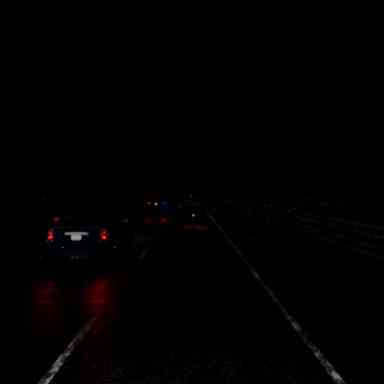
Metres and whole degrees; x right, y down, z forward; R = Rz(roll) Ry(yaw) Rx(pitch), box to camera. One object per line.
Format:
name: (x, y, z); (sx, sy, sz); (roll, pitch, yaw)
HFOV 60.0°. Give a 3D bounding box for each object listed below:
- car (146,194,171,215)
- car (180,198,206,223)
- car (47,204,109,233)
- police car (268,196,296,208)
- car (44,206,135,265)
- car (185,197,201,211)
car: (-3.413, 1.238, 34.137); (2.150, 2.045, 5.566); (0, 0, 0)
car: (0.098, 1.492, 25.891); (1.882, 1.535, 5.008); (0, 0, 0)
car: (-6.901, 1.561, 20.836); (2.033, 1.411, 5.357); (0, 0, 0)
police car: (12.757, 1.337, 47.742); (1.930, 1.638, 5.238); (0, 0, -19)
car: (-3.400, 1.361, 11.894); (2.097, 1.767, 4.553); (0, 0, 0)
car: (0.098, 1.501, 43.009); (1.882, 1.535, 5.008); (0, 0, 0)
